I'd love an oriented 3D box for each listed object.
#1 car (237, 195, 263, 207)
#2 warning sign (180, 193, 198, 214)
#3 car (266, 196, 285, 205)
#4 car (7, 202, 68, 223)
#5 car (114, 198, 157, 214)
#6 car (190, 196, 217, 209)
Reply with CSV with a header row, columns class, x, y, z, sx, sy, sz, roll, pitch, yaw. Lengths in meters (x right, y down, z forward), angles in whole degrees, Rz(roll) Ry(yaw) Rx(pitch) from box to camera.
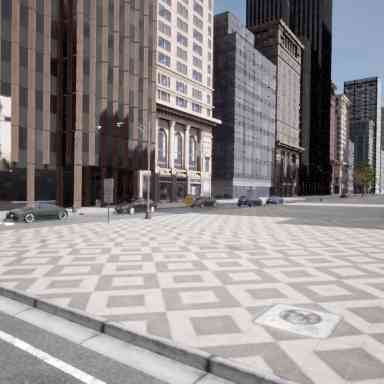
class,x,y,z,sx,sy,sz,roll,pitch,yaw
car,8.341,1.193,47.469,2.097,1.767,4.553,1,1,36
warning sign,-0.266,1.077,30.688,1.300,1.860,1.060,1,1,35
car,13.942,1.362,55.474,1.994,1.385,4.181,1,1,35
car,-11.471,1.470,24.932,1.994,1.385,4.181,1,1,35
car,-5.555,1.371,33.284,1.837,1.490,4.892,1,1,35
car,1.474,1.322,43.193,1.837,1.490,4.892,1,1,36
